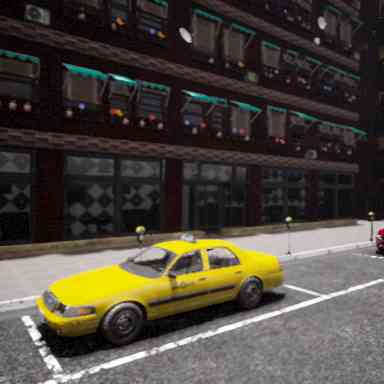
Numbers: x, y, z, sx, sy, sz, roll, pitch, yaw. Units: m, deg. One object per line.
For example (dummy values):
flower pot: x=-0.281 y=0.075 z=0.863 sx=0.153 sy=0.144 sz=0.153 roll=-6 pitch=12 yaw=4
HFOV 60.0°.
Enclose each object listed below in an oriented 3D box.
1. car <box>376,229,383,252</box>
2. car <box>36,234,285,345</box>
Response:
car: x=8.876 y=1.599 z=12.898 sx=4.507 sy=1.381 sz=1.887 roll=0 pitch=0 yaw=-36
car: x=-0.279 y=1.537 z=6.361 sx=4.829 sy=1.417 sz=1.752 roll=0 pitch=0 yaw=-36
